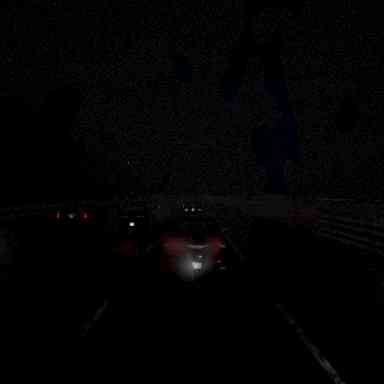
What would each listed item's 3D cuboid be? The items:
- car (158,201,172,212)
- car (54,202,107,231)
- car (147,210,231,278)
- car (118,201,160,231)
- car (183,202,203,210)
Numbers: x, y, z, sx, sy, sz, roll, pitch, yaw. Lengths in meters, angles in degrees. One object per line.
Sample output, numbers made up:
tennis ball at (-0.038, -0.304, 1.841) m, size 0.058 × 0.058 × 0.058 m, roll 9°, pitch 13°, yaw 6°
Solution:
car at (-3.396, 1.718, 37.687) m, size 1.994 × 1.385 × 4.181 m, roll 0°, pitch 0°, yaw 0°
car at (-6.892, 1.426, 21.109) m, size 2.097 × 1.767 × 4.553 m, roll 1°, pitch 0°, yaw 0°
car at (0.085, 1.529, 10.274) m, size 2.128 × 1.511 × 4.902 m, roll 0°, pitch 0°, yaw 0°
car at (-3.398, 1.585, 21.212) m, size 1.837 × 1.490 × 4.892 m, roll 0°, pitch 0°, yaw 0°
car at (0.102, 1.678, 32.705) m, size 2.033 × 1.411 × 5.357 m, roll 0°, pitch 0°, yaw 0°
